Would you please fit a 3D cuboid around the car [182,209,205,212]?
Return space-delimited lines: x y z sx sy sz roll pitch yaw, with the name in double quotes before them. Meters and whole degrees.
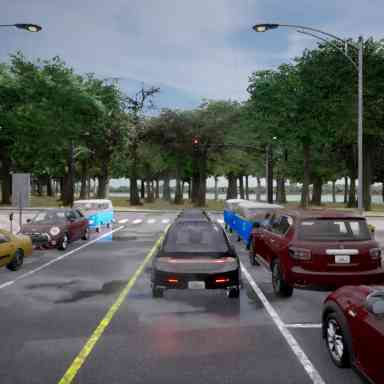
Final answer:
"car" 0.053 1.565 17.438 1.994 1.385 4.181 0 0 1

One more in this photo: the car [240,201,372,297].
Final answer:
"car" 2.759 1.315 8.488 2.192 1.841 5.009 0 0 0

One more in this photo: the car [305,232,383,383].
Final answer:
"car" 2.760 1.440 3.051 1.967 1.590 4.097 0 0 0

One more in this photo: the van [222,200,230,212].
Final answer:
"van" 2.757 1.343 19.363 1.690 1.788 3.998 0 0 0

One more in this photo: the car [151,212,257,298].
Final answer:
"car" 0.088 1.492 8.520 2.128 1.511 4.902 0 0 0

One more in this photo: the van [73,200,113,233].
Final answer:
"van" -5.769 1.343 19.362 1.690 1.788 3.998 0 0 0

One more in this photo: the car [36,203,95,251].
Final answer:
"car" -5.767 1.441 13.924 1.967 1.590 4.097 0 0 0

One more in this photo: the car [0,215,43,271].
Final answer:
"car" -5.766 1.526 8.317 1.752 1.417 4.829 0 0 0

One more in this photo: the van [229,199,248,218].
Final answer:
"van" 2.758 1.342 13.926 1.690 1.788 3.998 0 0 0
